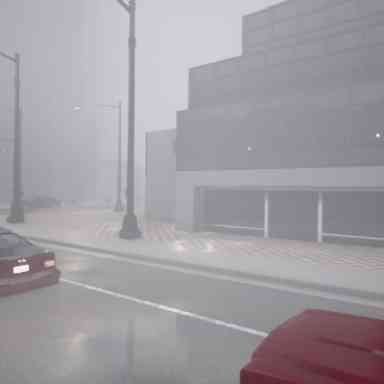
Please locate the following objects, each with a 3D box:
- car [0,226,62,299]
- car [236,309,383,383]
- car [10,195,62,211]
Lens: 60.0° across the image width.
[{"bbox_3d":[-5.286,1.477,7.767,5.357,1.411,2.033,1,0,35],"label":"car"},{"bbox_3d":[2.635,1.600,2.114,4.718,1.301,1.895,0,0,35],"label":"car"},{"bbox_3d":[-15.990,1.086,34.320,1.882,1.535,5.008,1,1,36],"label":"car"}]
